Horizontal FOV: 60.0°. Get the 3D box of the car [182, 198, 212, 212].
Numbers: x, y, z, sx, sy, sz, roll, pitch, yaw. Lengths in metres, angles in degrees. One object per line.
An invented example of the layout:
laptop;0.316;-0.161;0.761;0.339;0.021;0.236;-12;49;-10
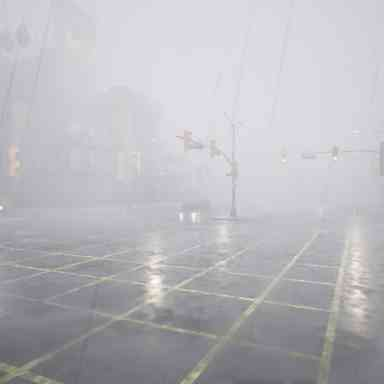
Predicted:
car;0.635;1.478;39.580;1.882;1.535;5.008;0;0;28
